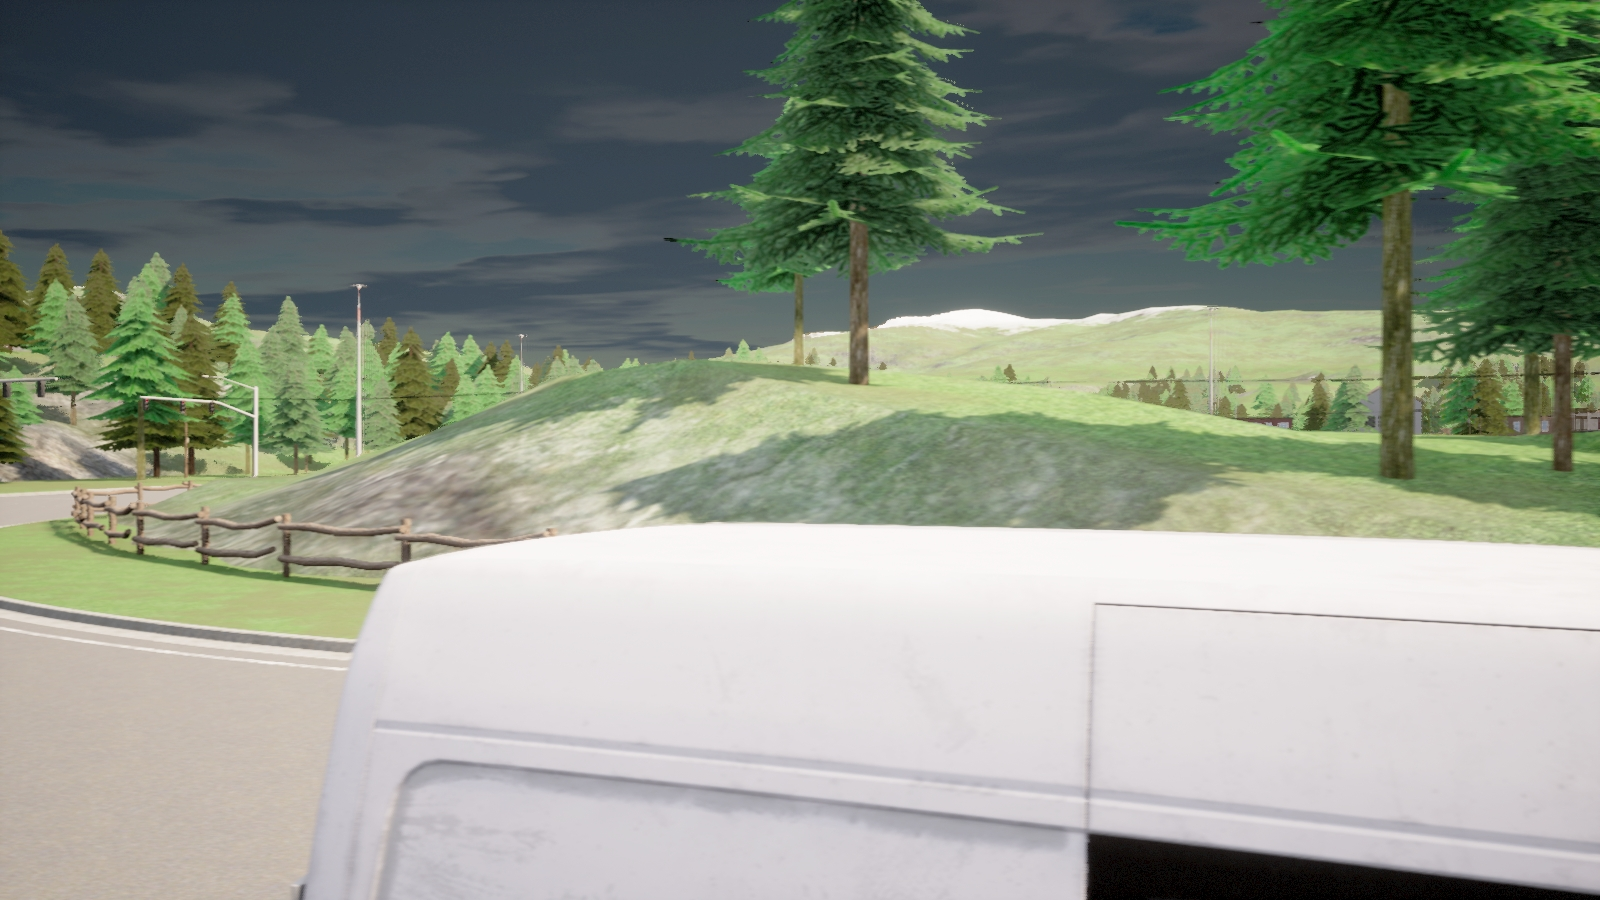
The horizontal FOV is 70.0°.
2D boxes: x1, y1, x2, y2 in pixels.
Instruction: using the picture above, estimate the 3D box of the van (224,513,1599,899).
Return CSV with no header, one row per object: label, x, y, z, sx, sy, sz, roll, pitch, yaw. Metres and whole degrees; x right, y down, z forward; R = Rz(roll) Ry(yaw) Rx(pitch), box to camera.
van,1.764,1.534,2.634,5.915,2.561,1.988,0,0,20
